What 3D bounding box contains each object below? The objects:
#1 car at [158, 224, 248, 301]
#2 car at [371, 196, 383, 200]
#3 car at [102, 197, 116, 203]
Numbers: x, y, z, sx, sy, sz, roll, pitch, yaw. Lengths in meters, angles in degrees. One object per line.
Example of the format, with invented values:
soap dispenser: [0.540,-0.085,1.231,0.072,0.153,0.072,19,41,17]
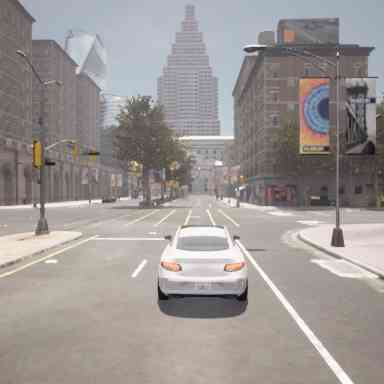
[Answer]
car: [0.254,1.526,8.242,1.812,1.442,4.674,0,0,2]
car: [35.922,1.481,67.540,2.231,1.521,4.892,0,0,1]
car: [-16.791,1.595,67.295,1.895,1.301,4.718,0,0,1]
